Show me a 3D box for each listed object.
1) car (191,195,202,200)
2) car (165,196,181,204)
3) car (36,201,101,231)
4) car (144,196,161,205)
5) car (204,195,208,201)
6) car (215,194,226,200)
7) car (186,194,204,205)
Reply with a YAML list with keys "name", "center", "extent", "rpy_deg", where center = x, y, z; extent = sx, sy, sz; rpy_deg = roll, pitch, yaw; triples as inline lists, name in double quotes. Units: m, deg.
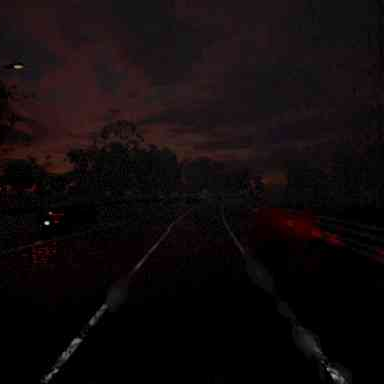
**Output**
- name: "car"
  center: [1.203, 1.452, 91.826]
  extent: [1.837, 1.490, 4.892]
  rpy_deg: [0, 0, 15]
- name: "car"
  center: [-3.254, 1.439, 57.595]
  extent: [1.994, 1.385, 4.181]
  rpy_deg: [0, 0, 12]
- name: "car"
  center: [-6.897, 1.308, 19.141]
  extent: [1.837, 1.490, 4.892]
  rpy_deg: [0, 0, 9]
- name: "car"
  center: [-6.822, 1.381, 57.661]
  extent: [1.837, 1.490, 4.892]
  rpy_deg: [0, 0, 12]
- name: "car"
  center: [2.803, 1.457, 83.901]
  extent: [1.812, 1.442, 4.674]
  rpy_deg: [0, 0, 14]
- name: "car"
  center: [7.322, 1.297, 87.514]
  extent: [2.097, 1.767, 4.553]
  rpy_deg: [0, 0, 15]
- name: "car"
  center: [0.310, 1.383, 57.550]
  extent: [1.837, 1.490, 4.892]
  rpy_deg: [0, 0, 12]
